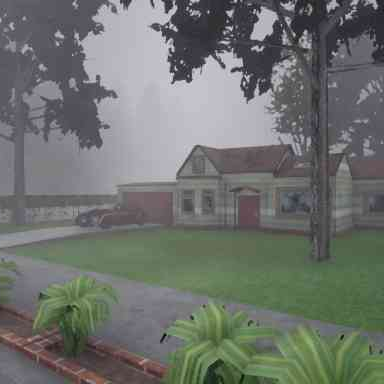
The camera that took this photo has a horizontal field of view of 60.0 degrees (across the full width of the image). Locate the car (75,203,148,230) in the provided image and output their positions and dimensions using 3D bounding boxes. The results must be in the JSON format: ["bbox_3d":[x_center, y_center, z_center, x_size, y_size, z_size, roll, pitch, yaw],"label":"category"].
[{"bbox_3d":[-4.458,1.300,18.838,1.994,1.381,4.181,0,0,36],"label":"car"}]
